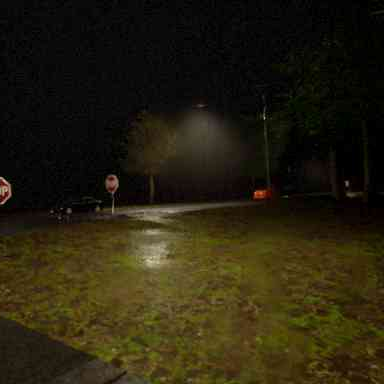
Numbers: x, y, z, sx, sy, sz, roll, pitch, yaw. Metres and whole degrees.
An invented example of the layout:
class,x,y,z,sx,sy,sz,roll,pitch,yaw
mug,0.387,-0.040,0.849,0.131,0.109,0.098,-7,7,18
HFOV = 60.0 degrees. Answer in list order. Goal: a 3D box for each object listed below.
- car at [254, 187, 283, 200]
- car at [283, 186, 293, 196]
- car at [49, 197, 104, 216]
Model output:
class,x,y,z,sx,sy,sz,roll,pitch,yaw
car,10.193,0.170,45.109,2.097,1.767,4.553,-3,-1,34
car,20.016,-0.163,71.810,2.150,2.045,5.566,-3,-1,34
car,-9.758,1.216,28.352,1.837,1.490,4.892,-3,1,34
